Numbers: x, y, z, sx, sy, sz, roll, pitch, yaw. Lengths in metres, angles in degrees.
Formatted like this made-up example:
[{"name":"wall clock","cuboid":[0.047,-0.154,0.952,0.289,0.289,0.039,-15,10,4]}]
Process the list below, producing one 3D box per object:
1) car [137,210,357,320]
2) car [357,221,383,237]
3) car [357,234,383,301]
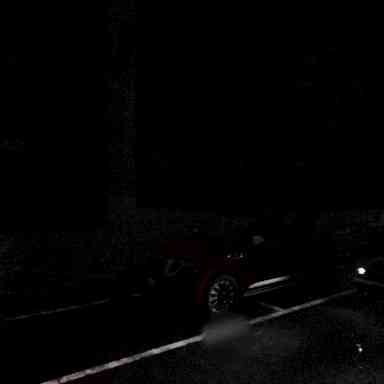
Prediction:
[{"name":"car","cuboid":[1.295,1.362,7.587,5.009,1.841,2.192,1,-1,-35]},{"name":"car","cuboid":[5.274,1.635,10.420,4.507,1.381,1.887,1,-1,-35]},{"name":"car","cuboid":[5.561,1.677,7.304,4.718,1.301,1.895,1,0,-35]}]
